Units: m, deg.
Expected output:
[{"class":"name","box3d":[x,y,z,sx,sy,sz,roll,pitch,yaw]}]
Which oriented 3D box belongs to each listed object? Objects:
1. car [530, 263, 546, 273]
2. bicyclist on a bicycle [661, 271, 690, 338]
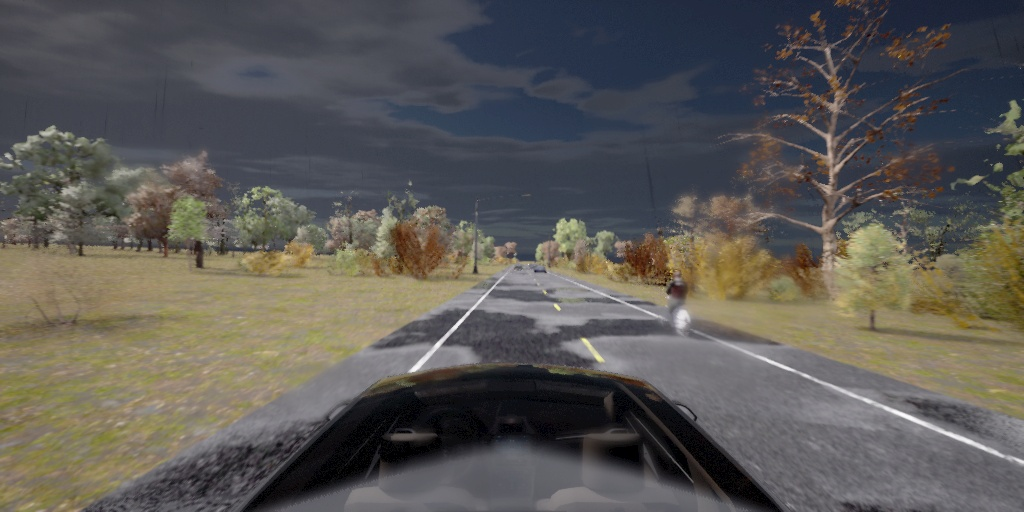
[{"class":"car","box3d":[4.644,2.125,60.747,1.994,1.385,4.181,1,-1,1]},{"class":"bicyclist on a bicycle","box3d":[4.559,1.304,10.096,0.659,1.776,1.843,1,0,1]}]
